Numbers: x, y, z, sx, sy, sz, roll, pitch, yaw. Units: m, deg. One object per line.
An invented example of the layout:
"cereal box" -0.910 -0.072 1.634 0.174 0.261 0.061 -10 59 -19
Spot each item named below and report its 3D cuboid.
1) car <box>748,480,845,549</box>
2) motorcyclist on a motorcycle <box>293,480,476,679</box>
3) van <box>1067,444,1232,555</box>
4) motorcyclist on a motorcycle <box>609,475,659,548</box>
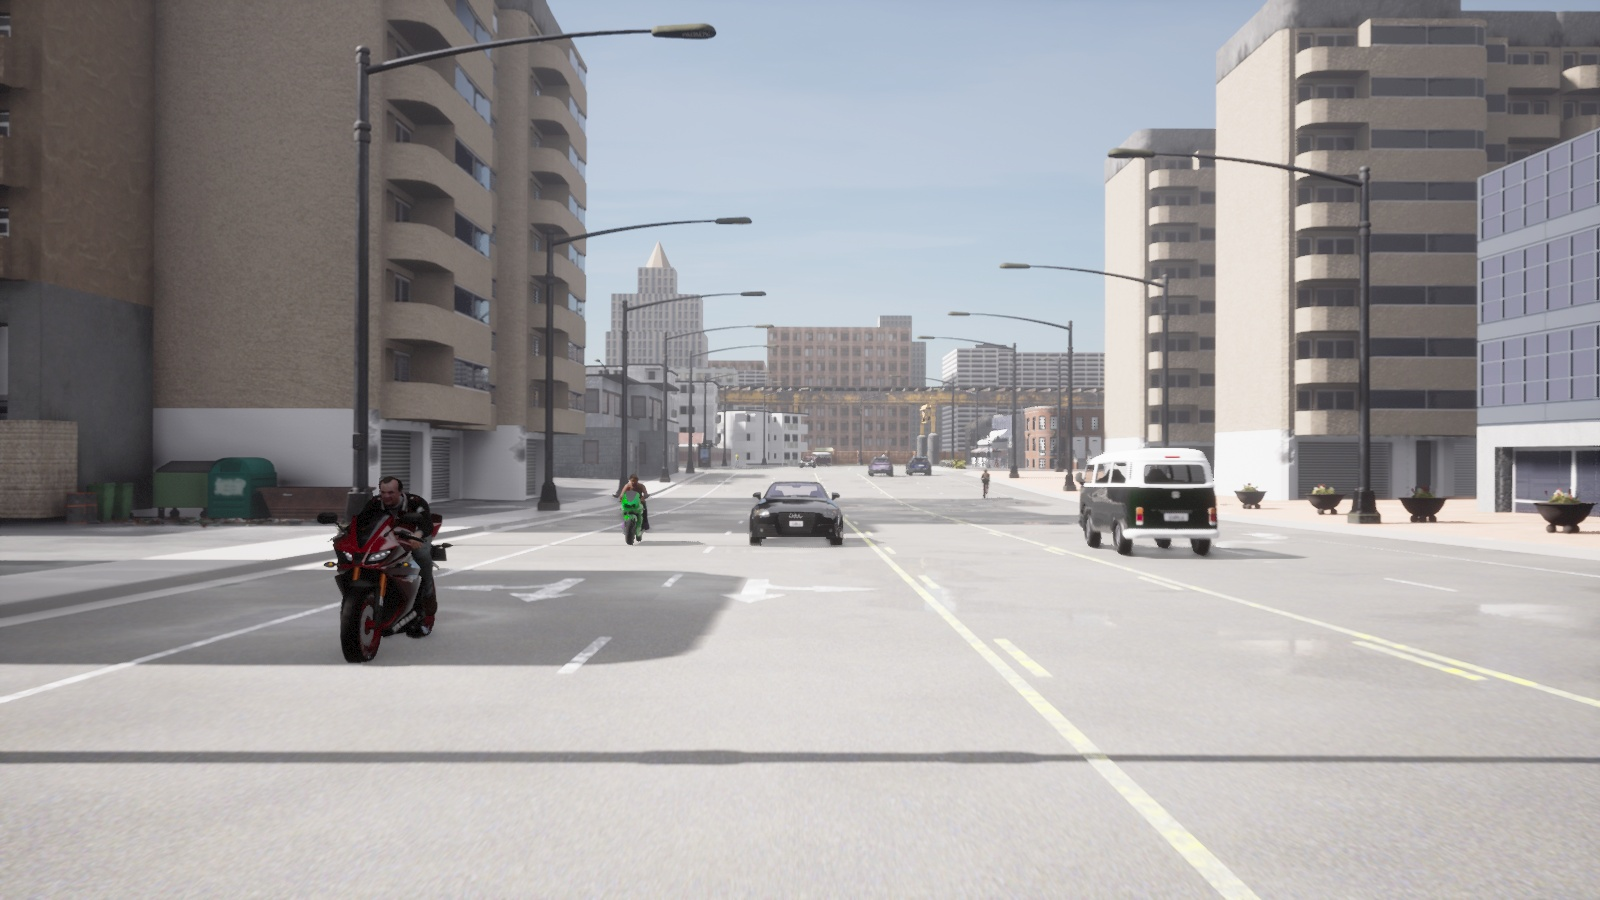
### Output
"car" -0.072 1.386 27.990 1.994 1.385 4.181 0 -1 0
"motorcyclist on a motorcycle" -3.529 1.037 10.906 0.866 1.530 2.191 0 -1 0
"van" 6.934 0.965 25.441 2.069 2.038 4.480 0 -1 0
"motorcyclist on a motorcycle" -3.570 1.302 27.151 0.797 1.523 2.044 0 -1 0
